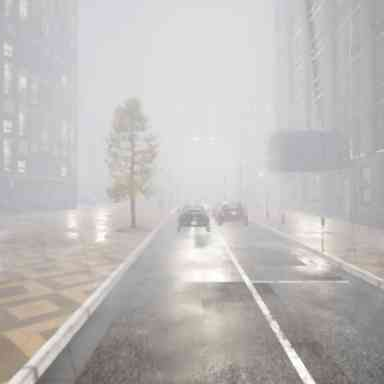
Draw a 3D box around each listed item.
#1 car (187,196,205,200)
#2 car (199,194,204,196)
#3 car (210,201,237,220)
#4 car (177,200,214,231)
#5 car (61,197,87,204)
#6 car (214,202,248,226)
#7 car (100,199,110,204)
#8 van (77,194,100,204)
[{"bbox_3d":[0.097,1.423,36.228,2.033,1.411,5.357,0,0,0],"label":"car"},{"bbox_3d":[2.578,1.323,88.399,1.947,1.339,4.313,1,0,0],"label":"car"},{"bbox_3d":[2.577,1.481,27.995,1.802,1.307,4.206,1,0,0],"label":"car"},{"bbox_3d":[0.101,1.453,19.700,1.812,1.442,4.674,0,0,0],"label":"car"},{"bbox_3d":[-22.869,1.589,64.486,4.507,1.381,1.887,0,-1,14],"label":"car"},{"bbox_3d":[2.579,1.358,22.427,1.967,1.590,4.097,1,0,0],"label":"car"},{"bbox_3d":[-17.452,1.554,63.137,4.403,1.369,2.008,0,-1,14],"label":"car"},{"bbox_3d":[-17.828,1.232,54.969,3.998,1.788,1.690,0,-1,14],"label":"van"}]
